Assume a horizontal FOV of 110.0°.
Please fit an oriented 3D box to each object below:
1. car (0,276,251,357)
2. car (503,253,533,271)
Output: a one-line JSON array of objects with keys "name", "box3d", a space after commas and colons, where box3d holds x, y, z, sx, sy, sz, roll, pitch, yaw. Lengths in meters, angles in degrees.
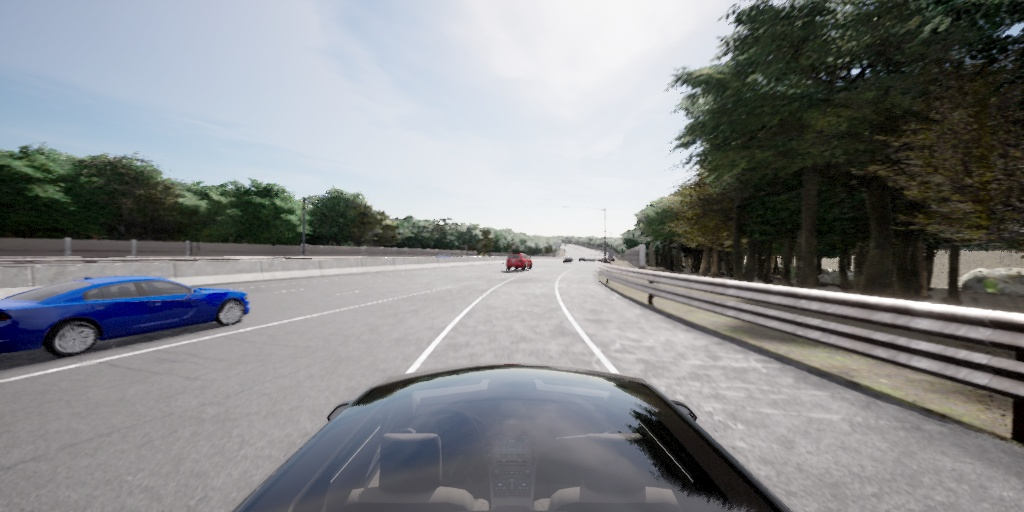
[{"name": "car", "box3d": [-9.260, 1.219, 8.828, 1.882, 1.535, 5.008, 1, 1, 17]}, {"name": "car", "box3d": [0.922, 0.714, 43.088, 2.150, 2.045, 5.566, 1, 0, 17]}]
